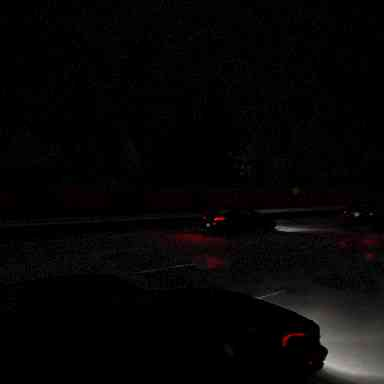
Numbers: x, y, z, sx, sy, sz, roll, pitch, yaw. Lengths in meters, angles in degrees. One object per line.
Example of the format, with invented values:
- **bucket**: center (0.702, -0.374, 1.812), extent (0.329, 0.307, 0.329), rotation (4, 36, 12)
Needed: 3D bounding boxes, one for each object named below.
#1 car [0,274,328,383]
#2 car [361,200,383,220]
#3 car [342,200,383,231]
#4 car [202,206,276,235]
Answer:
- **car**: center (-1.052, 1.547, 2.999), extent (5.357, 1.411, 2.033), rotation (0, 0, -36)
- **car**: center (16.972, 1.506, 29.054), extent (4.892, 1.490, 1.837), rotation (0, 0, -36)
- **car**: center (11.319, 1.353, 20.617), extent (4.553, 1.767, 2.097), rotation (0, 0, -36)
- **car**: center (2.695, 1.526, 18.676), extent (4.674, 1.442, 1.812), rotation (0, 0, -36)
